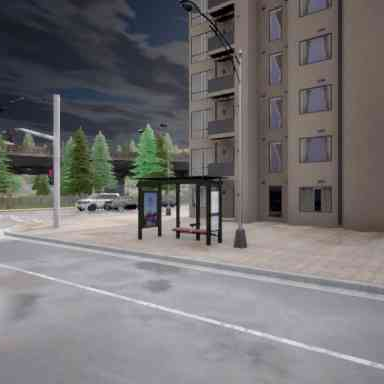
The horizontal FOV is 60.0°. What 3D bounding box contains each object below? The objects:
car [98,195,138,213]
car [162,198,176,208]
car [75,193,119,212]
[{"bbox_3d":[-7.429,1.436,36.718,2.128,1.511,4.902,0,0,37],"label":"car"},{"bbox_3d":[-4.179,1.492,46.430,2.033,1.411,5.357,0,0,44],"label":"car"},{"bbox_3d":[-10.685,1.166,38.467,2.150,2.045,5.566,0,0,37],"label":"car"}]
